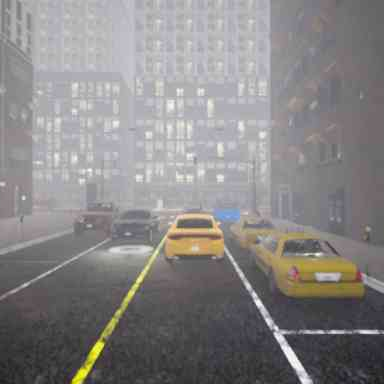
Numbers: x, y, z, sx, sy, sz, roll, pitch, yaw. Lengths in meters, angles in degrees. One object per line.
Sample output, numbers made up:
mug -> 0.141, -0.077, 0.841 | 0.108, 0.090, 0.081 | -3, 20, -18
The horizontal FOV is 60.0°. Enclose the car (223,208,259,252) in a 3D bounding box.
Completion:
car -> 2.571, 1.623, 14.235 | 1.752, 1.417, 4.829 | 0, 0, 0

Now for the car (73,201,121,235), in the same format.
car -> -5.307, 1.451, 19.708 | 2.192, 1.841, 5.009 | 0, 0, 0

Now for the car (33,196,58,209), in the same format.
car -> -20.867, 1.417, 45.328 | 5.009, 1.841, 2.192 | 1, -1, 0

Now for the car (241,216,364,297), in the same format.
car -> 2.570, 1.584, 8.595 | 1.752, 1.417, 4.829 | 0, 0, 0

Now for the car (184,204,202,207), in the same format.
car -> 0.108, 1.672, 26.305 | 2.128, 1.511, 4.902 | 0, -1, 0

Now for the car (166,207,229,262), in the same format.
car -> 0.097, 1.563, 12.516 | 1.882, 1.535, 5.008 | 0, 0, 0

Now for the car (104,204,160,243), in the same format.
car -> -2.783, 1.595, 17.109 | 1.882, 1.535, 5.008 | 0, -1, 0

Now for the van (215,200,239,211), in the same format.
van -> 2.573, 1.516, 25.346 | 1.690, 1.788, 3.998 | 0, 0, 0
